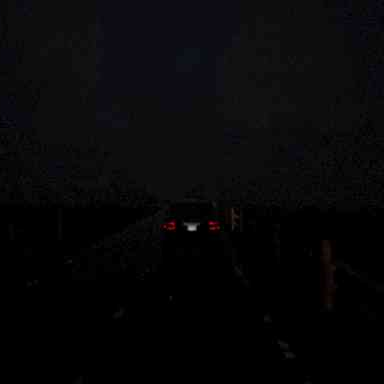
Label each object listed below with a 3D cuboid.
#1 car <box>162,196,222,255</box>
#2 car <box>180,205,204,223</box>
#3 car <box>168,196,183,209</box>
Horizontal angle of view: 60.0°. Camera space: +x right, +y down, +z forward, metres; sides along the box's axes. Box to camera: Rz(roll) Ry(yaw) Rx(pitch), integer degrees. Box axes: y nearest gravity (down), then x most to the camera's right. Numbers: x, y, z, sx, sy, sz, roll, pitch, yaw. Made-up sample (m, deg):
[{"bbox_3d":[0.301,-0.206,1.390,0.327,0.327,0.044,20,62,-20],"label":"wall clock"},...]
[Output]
[{"bbox_3d":[0.002,1.350,14.010,2.150,2.045,5.566,0,0,0],"label":"car"},{"bbox_3d":[0.005,1.878,29.116,1.895,1.301,4.718,0,-1,0],"label":"car"},{"bbox_3d":[-2.745,1.747,56.703,2.150,2.045,5.566,0,-1,0],"label":"car"}]
